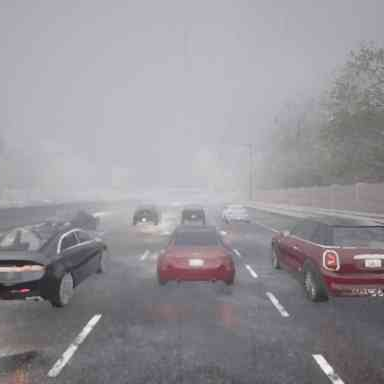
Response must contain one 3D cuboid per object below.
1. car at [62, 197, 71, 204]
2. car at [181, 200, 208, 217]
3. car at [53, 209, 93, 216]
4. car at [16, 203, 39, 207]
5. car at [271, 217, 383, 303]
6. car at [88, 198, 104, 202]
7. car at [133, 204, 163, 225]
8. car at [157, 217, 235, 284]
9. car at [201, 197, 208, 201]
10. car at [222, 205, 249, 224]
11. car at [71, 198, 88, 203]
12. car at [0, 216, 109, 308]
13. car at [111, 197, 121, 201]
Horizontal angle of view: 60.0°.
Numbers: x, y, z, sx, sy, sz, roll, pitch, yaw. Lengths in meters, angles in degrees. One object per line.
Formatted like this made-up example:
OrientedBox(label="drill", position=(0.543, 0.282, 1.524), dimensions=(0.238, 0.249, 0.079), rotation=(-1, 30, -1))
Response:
OrientedBox(label="car", position=(-27.995, 2.011, 75.812), dimensions=(1.837, 1.490, 4.892), rotation=(0, -1, 0))
OrientedBox(label="car", position=(0.105, 1.725, 27.544), dimensions=(1.882, 1.535, 5.008), rotation=(0, -1, 0))
OrientedBox(label="car", position=(-6.898, 1.721, 19.372), dimensions=(2.033, 1.411, 5.357), rotation=(0, -1, 0))
OrientedBox(label="car", position=(-17.590, 1.870, 35.671), dimensions=(2.033, 1.411, 5.357), rotation=(0, -1, 0))
OrientedBox(label="car", position=(3.503, 1.421, 8.563), dimensions=(2.097, 1.767, 4.553), rotation=(0, -1, 0))
OrientedBox(label="car", position=(-20.995, 2.037, 74.000), dimensions=(1.837, 1.490, 4.892), rotation=(0, -1, 0))
OrientedBox(label="car", position=(-3.398, 1.738, 25.964), dimensions=(1.837, 1.490, 4.892), rotation=(0, -1, 0))
OrientedBox(label="car", position=(0.101, 1.652, 9.856), dimensions=(1.994, 1.385, 4.181), rotation=(0, -1, 0))
OrientedBox(label="car", position=(3.507, 2.452, 95.294), dimensions=(1.812, 1.442, 4.674), rotation=(0, -1, 0))
OrientedBox(label="car", position=(3.500, 1.765, 27.273), dimensions=(1.812, 1.442, 4.674), rotation=(0, -1, 0))
OrientedBox(label="car", position=(-24.495, 2.015, 74.001), dimensions=(1.882, 1.535, 5.008), rotation=(0, -1, 0))
OrientedBox(label="car", position=(-3.399, 1.564, 8.047), dimensions=(2.128, 1.511, 4.902), rotation=(0, -1, 0))
OrientedBox(label="car", position=(-17.495, 1.860, 76.835), dimensions=(1.812, 1.442, 4.674), rotation=(0, -1, 0))
